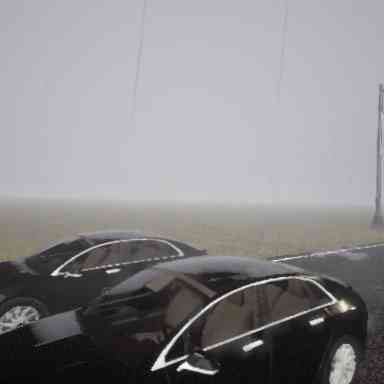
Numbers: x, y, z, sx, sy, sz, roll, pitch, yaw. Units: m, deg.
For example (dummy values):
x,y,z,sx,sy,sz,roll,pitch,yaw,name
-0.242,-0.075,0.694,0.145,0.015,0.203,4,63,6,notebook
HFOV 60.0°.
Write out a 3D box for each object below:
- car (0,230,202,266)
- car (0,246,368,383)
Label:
x,y,z,sx,sy,sz,roll,pitch,yaw,name
-1.797,1.539,6.387,4.892,1.490,1.837,1,0,-35,car
0.088,1.585,3.739,4.892,1.490,1.837,1,0,-35,car
